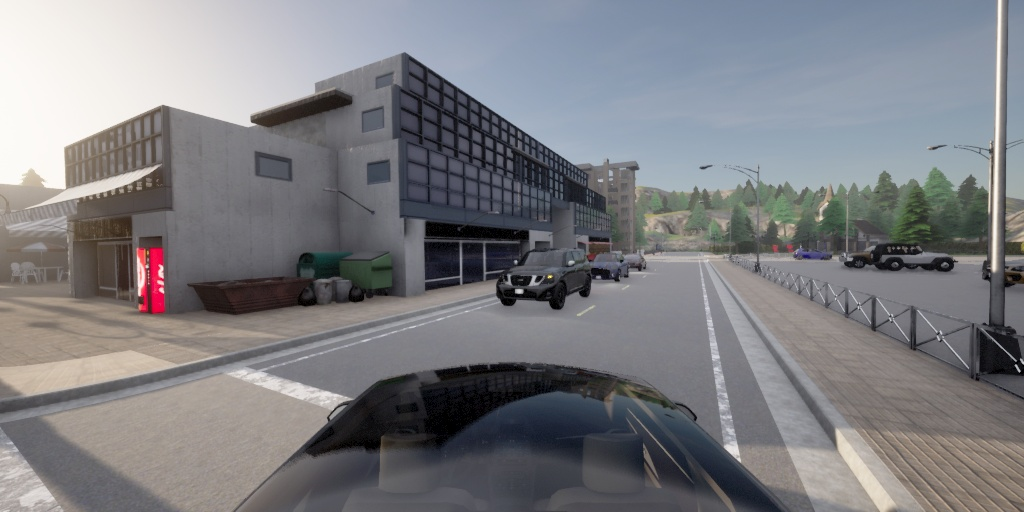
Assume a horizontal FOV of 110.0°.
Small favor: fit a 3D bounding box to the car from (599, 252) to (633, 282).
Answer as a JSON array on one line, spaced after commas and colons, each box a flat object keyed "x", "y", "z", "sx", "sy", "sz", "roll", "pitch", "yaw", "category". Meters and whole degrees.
[{"x": 6.006, "y": 0.592, "z": 22.637, "sx": 2.097, "sy": 1.767, "sz": 4.553, "roll": 0, "pitch": 1, "yaw": 27, "category": "car"}]

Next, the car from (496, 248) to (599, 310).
[{"x": 1.493, "y": 0.710, "z": 13.897, "sx": 2.150, "sy": 2.045, "sz": 5.566, "roll": 0, "pitch": 1, "yaw": 27, "category": "car"}]

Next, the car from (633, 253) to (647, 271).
[{"x": 10.705, "y": 0.507, "z": 31.727, "sx": 1.812, "sy": 1.442, "sz": 4.674, "roll": 0, "pitch": 1, "yaw": 28, "category": "car"}]
